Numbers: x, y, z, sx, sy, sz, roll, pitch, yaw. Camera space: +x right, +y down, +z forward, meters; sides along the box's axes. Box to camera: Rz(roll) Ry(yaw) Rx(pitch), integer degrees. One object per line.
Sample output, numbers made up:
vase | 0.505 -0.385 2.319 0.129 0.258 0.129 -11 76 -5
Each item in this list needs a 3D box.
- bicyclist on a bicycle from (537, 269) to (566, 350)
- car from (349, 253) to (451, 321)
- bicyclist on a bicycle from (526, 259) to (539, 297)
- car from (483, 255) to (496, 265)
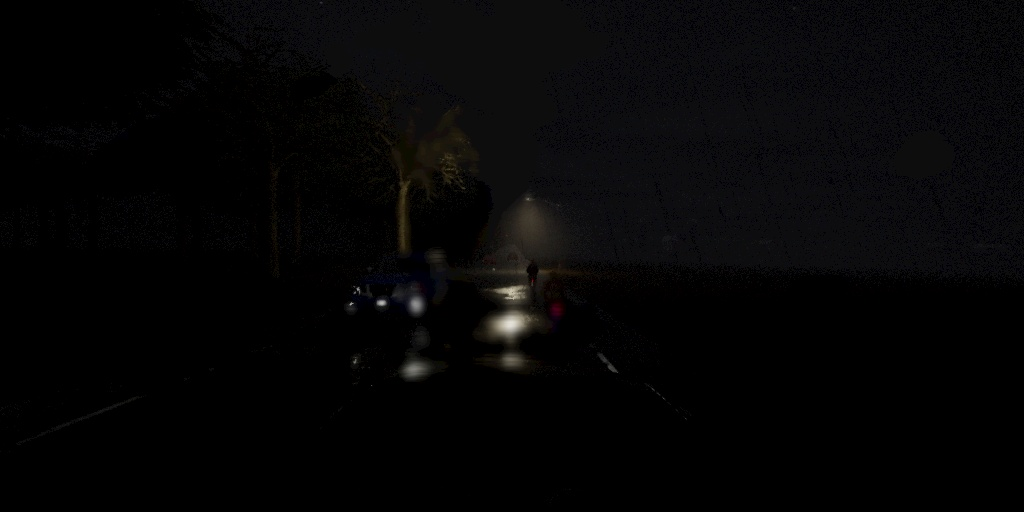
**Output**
bicyclist on a bicycle | 0.971 1.172 8.045 0.582 1.620 1.656 0 0 0
car | -3.583 0.915 12.628 2.150 2.045 5.566 0 0 0
bicyclist on a bicycle | 0.985 1.027 17.147 0.659 1.776 1.843 0 1 0
car | -3.479 0.577 55.934 1.882 1.535 5.008 0 1 1
